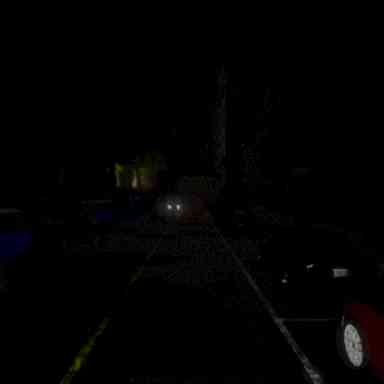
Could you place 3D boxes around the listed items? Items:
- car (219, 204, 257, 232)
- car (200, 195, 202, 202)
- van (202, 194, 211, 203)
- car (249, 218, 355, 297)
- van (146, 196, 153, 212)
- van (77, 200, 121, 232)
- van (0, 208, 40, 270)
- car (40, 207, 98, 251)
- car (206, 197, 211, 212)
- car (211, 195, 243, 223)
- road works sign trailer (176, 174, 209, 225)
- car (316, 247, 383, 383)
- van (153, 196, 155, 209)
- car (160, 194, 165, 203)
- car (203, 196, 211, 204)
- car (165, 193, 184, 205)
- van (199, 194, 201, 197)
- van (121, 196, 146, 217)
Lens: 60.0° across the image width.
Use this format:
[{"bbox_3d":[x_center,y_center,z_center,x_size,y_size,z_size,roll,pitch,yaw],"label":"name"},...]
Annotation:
[{"bbox_3d":[2.863,1.598,19.733,1.802,1.307,4.206,0,0,0],"label":"car"},{"bbox_3d":[2.880,1.548,59.357,1.887,1.381,4.507,0,0,0],"label":"car"},{"bbox_3d":[2.877,1.349,53.696,1.690,1.788,3.998,0,0,0],"label":"van"},{"bbox_3d":[2.858,1.574,8.412,1.947,1.339,4.313,0,0,0],"label":"car"},{"bbox_3d":[-5.655,1.359,36.693,1.690,1.788,3.998,0,0,0],"label":"van"},{"bbox_3d":[-5.663,1.357,19.719,1.690,1.788,3.998,0,0,0],"label":"van"},{"bbox_3d":[-5.668,1.350,8.404,1.690,1.788,3.998,0,0,0],"label":"van"},{"bbox_3d":[-5.665,1.558,14.062,1.887,1.381,4.507,0,0,0],"label":"car"},{"bbox_3d":[2.871,1.562,36.715,1.887,1.381,4.507,0,0,0],"label":"car"},{"bbox_3d":[2.864,1.332,25.394,2.192,1.841,5.009,0,0,0],"label":"car"},{"bbox_3d":[0.010,0.482,24.349,2.380,3.560,2.880,0,0,0],"label":"road works sign trailer"},{"bbox_3d":[2.855,1.548,2.752,1.887,1.381,4.507,0,0,0],"label":"car"},{"bbox_3d":[-5.653,1.357,42.351,1.690,1.788,3.998,0,0,0],"label":"van"},{"bbox_3d":[-5.640,1.306,70.641,2.192,1.841,5.009,0,0,0],"label":"car"},{"bbox_3d":[2.875,1.594,48.036,1.802,1.307,4.206,0,0,0],"label":"car"},{"bbox_3d":[-3.021,1.224,58.338,2.150,2.045,5.566,0,0,1],"label":"car"},{"bbox_3d":[2.885,1.332,70.677,1.690,1.788,3.998,0,0,0],"label":"van"},{"bbox_3d":[-5.658,1.359,31.035,1.690,1.788,3.998,0,0,0],"label":"van"}]
